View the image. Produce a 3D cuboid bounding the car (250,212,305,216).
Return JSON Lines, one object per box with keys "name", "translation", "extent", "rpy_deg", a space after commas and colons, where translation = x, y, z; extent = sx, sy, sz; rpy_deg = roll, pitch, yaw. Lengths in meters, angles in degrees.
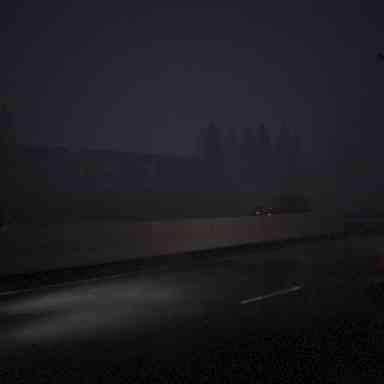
{"name": "car", "translation": [7.057, 1.210, 26.258], "extent": [5.566, 2.045, 2.150], "rpy_deg": [0, 0, -37]}
